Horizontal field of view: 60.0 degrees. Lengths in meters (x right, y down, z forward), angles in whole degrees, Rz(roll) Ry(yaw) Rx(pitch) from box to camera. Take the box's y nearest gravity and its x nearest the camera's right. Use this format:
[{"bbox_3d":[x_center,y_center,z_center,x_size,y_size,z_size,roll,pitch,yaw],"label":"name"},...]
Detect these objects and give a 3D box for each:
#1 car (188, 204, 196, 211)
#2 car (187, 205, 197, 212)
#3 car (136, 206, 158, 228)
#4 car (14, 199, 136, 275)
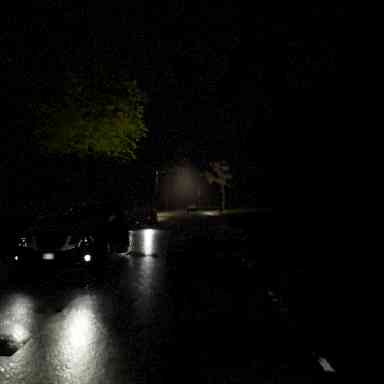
[{"bbox_3d":[0.007,3.624,76.647,1.882,1.535,5.008,0,-3,0],"label":"car"},{"bbox_3d":[0.006,3.333,66.615,1.994,1.385,4.181,0,-3,0],"label":"car"},{"bbox_3d":[-3.531,1.745,24.071,1.812,1.442,4.674,0,-1,1],"label":"car"},{"bbox_3d":[-3.538,1.279,11.032,2.150,2.045,5.566,0,-1,1],"label":"car"}]
